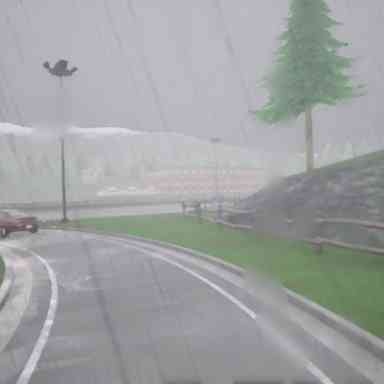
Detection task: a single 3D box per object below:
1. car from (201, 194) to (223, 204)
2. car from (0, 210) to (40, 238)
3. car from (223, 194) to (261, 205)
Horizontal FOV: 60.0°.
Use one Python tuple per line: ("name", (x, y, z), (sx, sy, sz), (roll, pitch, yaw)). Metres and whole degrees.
("car", (3.884, 1.218, 57.527), (4.892, 1.490, 1.837), (-2, 0, -33))
("car", (-10.706, 1.752, 19.343), (4.674, 1.442, 1.812), (-1, 0, 35))
("car", (7.807, 1.118, 51.750), (4.902, 1.511, 2.128), (-2, 0, -33))
